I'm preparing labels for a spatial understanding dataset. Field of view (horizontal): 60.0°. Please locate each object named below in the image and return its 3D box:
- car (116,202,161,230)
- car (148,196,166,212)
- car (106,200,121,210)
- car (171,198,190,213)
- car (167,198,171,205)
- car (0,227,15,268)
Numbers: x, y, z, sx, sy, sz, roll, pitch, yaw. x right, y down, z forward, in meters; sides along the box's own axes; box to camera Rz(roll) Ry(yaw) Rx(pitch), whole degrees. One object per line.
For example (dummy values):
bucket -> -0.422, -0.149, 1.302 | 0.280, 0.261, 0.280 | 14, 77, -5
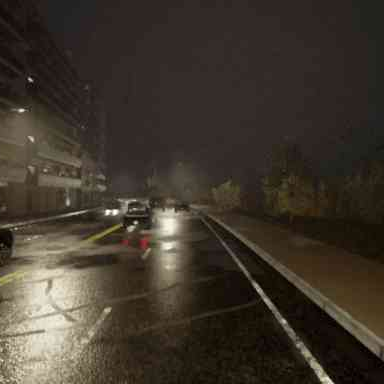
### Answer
car -> -3.542, 1.683, 22.883 | 2.128, 1.511, 4.902 | 0, 0, -2
car -> -4.805, 1.588, 45.662 | 2.150, 2.045, 5.566 | 0, 0, -5
car -> -11.958, 1.913, 51.010 | 2.128, 1.511, 4.902 | 0, 0, -5
car -> -1.329, 1.827, 42.606 | 2.128, 1.511, 4.902 | 0, -1, -4
car -> -4.457, 2.032, 72.276 | 1.882, 1.535, 5.008 | 0, 0, -8
car -> -6.676, 1.576, 8.878 | 2.128, 1.511, 4.902 | 0, 0, -1
